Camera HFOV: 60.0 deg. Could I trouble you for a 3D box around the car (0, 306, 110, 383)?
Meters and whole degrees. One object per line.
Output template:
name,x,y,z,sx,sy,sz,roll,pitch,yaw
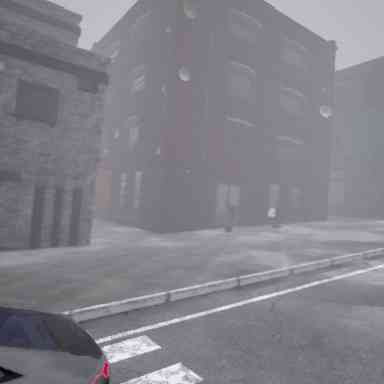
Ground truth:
car,-2.637,1.563,2.105,4.181,1.385,1.994,0,0,-35
